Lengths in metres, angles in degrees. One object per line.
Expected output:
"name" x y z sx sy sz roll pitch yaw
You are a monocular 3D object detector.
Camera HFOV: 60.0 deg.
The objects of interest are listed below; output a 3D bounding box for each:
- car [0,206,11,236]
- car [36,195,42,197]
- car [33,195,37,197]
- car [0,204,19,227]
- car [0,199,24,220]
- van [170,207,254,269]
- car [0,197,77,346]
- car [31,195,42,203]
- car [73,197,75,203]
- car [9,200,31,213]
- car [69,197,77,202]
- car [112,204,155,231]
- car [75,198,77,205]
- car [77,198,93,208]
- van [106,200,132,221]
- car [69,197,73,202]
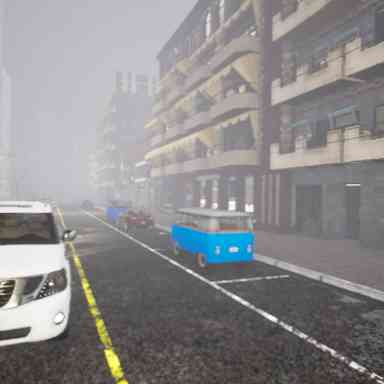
"car" -11.473 1.550 18.516 2.008 1.369 4.403 1 -1 -23
"car" -20.784 1.520 47.697 2.097 1.767 4.553 1 -1 -23
"car" -32.831 1.786 69.449 1.947 1.339 4.313 1 -1 -23
"car" -13.609 1.570 23.610 2.008 1.369 4.403 1 -1 -23
"car" -15.743 1.479 28.705 1.967 1.590 4.097 1 -1 -23
"van" 0.529 1.479 11.572 1.690 1.788 3.998 1 -1 -23
"car" -3.582 1.228 6.419 2.150 2.045 5.566 1 -1 -23
"car" -37.100 1.587 79.637 2.192 1.841 5.009 1 -1 -23
"car" -20.898 1.873 62.658 1.752 1.417 4.829 1 -1 -23
"car" -20.016 1.645 38.890 1.947 1.339 4.313 1 -1 -23
"car" -31.512 2.020 87.966 1.887 1.381 4.507 1 -1 -23
"car" -3.745 1.720 21.756 1.887 1.381 4.507 1 -1 -23
"car" -18.761 1.848 57.565 1.752 1.417 4.829 1 -1 -23
"car" -16.560 1.865 52.315 1.947 1.339 4.313 1 -1 -23
"van" -5.878 1.536 26.851 1.690 1.788 3.998 1 -1 -23
"car" -25.104 1.941 72.688 1.887 1.381 4.507 1 -1 -23
